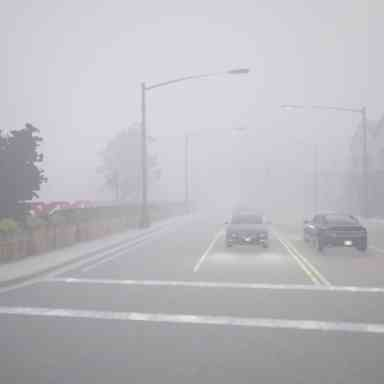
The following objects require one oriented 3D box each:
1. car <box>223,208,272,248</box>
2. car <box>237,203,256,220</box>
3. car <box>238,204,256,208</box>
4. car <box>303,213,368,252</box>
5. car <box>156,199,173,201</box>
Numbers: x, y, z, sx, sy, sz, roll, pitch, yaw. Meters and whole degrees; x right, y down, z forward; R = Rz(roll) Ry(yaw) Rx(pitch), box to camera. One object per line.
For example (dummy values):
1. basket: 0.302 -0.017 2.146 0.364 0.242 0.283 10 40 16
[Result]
1. car: 2.690 1.761 16.198 1.837 1.490 4.892 -1 -1 9
2. car: 5.845 2.039 35.979 1.882 1.535 5.008 -1 -1 9
3. car: 4.253 1.886 26.033 1.882 1.535 5.008 -1 -1 9
4. car: 6.231 1.689 14.860 1.837 1.490 4.892 -1 -1 9
5. car: -4.653 2.448 65.531 5.566 2.045 2.150 -1 -1 10
